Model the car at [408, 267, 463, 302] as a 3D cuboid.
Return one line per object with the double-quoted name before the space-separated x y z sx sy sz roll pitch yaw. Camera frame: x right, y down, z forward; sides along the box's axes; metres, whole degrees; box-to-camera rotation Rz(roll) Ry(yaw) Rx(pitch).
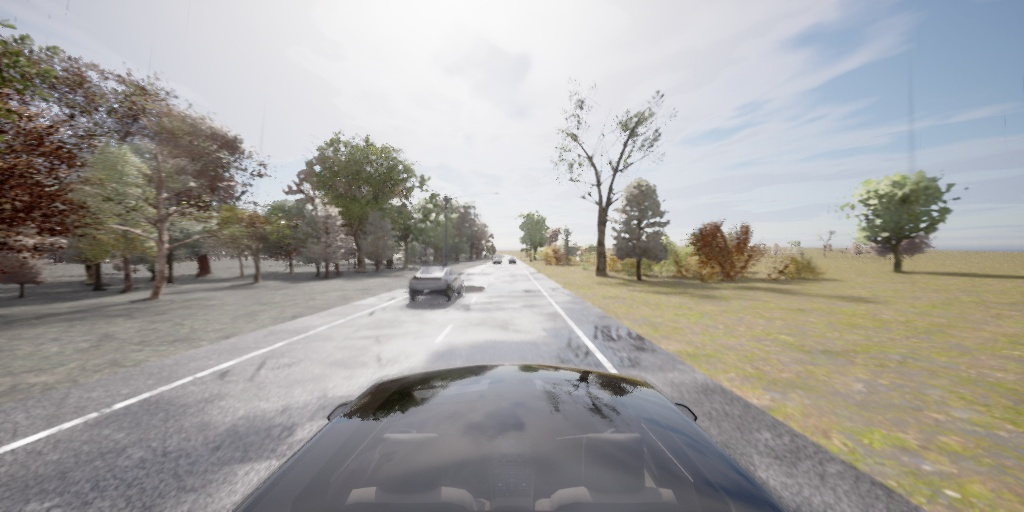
"car" -3.489 1.245 17.039 2.128 1.511 4.902 0 0 0
